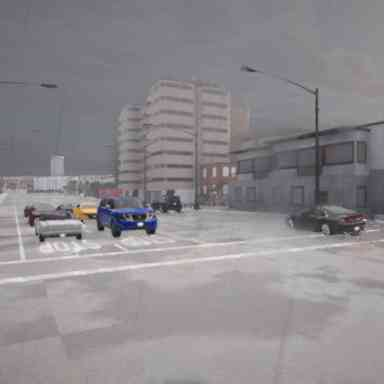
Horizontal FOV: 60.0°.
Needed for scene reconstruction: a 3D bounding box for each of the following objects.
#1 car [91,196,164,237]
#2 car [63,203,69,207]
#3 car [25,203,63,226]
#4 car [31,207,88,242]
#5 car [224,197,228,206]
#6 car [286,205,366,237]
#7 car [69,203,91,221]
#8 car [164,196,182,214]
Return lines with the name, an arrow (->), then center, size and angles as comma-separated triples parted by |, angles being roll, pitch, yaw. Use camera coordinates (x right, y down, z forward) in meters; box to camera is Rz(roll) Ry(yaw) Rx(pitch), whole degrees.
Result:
car -> -3.816, 1.250, 18.607 | 2.150, 2.045, 5.566 | 0, 0, -28
car -> -14.460, 1.979, 38.494 | 1.994, 1.385, 4.181 | 0, -1, -27
car -> -11.193, 1.641, 24.955 | 1.882, 1.535, 5.008 | 0, -1, -28
car -> -6.790, 1.640, 16.746 | 1.895, 1.301, 4.718 | 0, -1, -28
car -> 6.818, 1.546, 53.939 | 1.970, 1.475, 3.806 | 0, -1, -28
car -> 6.967, 1.456, 17.873 | 1.837, 1.490, 4.892 | -7, 2, -18
car -> -8.539, 1.643, 27.406 | 1.882, 1.535, 5.008 | 0, -1, -28
car -> -3.148, 1.524, 39.720 | 2.150, 2.045, 5.566 | 0, -1, -27
